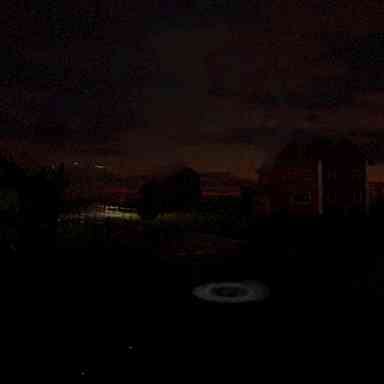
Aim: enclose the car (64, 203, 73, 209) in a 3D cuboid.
[{"bbox_3d":[-31.913,3.742,85.978,1.994,1.385,4.181,0,-1,-26],"label":"car"}]
